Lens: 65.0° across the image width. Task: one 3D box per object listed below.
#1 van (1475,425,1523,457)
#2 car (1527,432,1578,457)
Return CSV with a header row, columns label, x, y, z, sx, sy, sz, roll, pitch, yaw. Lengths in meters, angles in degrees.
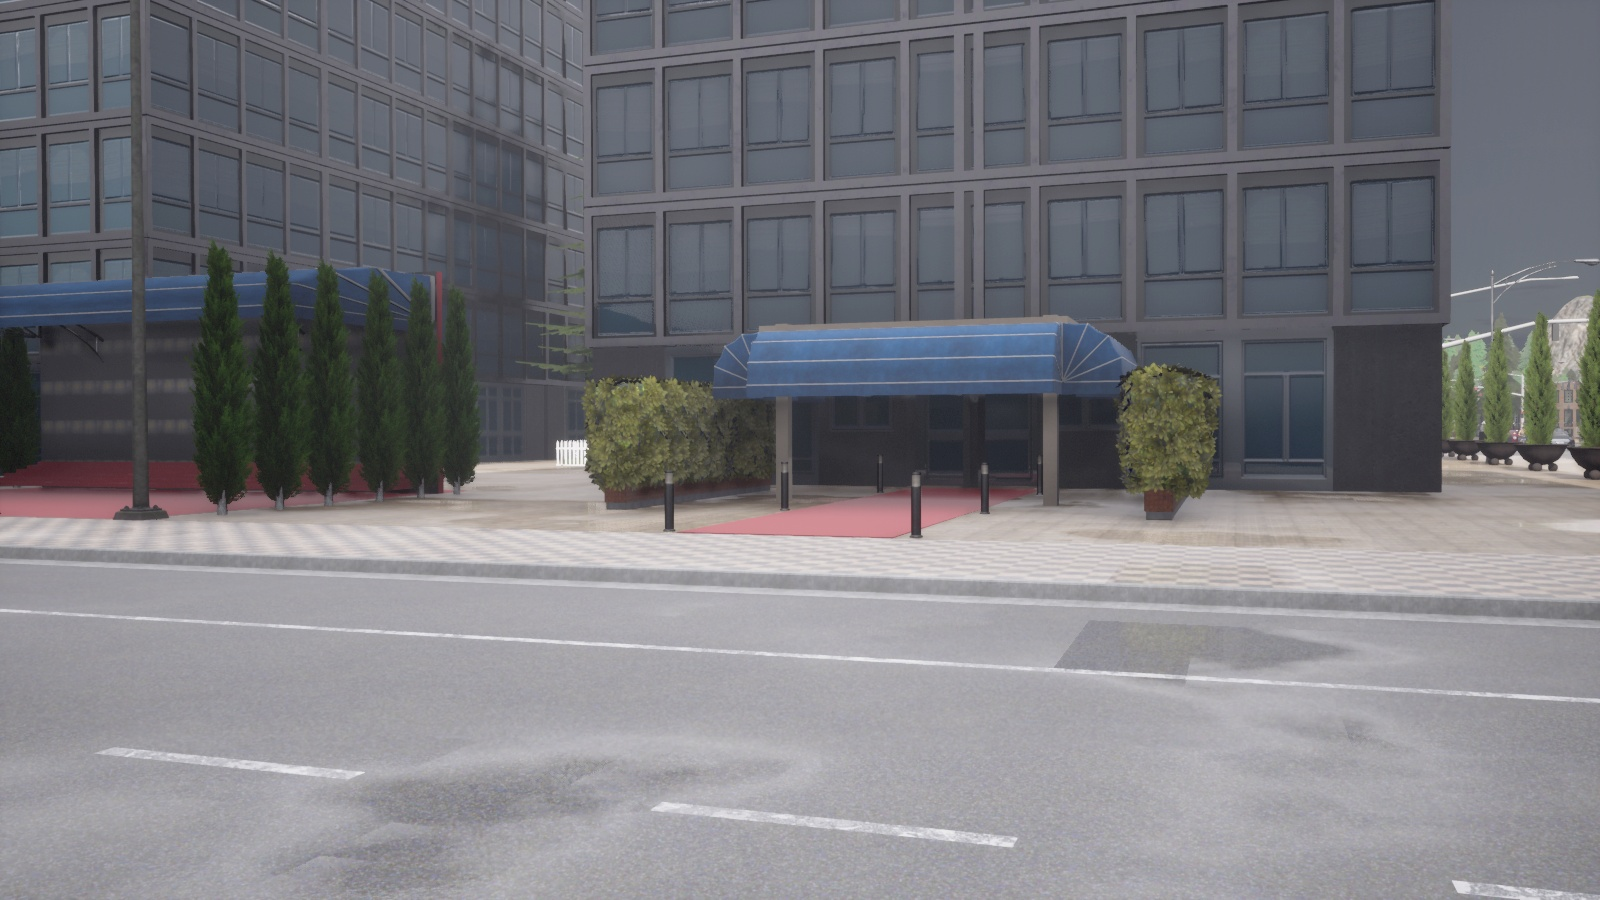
label,x,y,z,sx,sy,sz,roll,pitch,yaw
van,47.010,-0.628,84.558,2.069,2.038,4.480,1,1,19
car,50.862,-0.413,84.987,2.033,1.649,4.856,1,1,19
